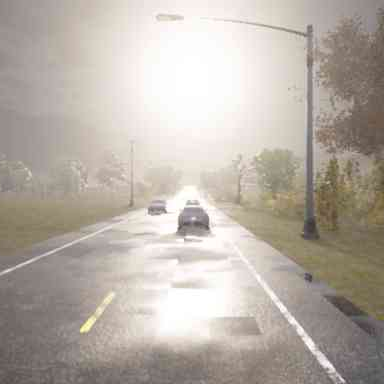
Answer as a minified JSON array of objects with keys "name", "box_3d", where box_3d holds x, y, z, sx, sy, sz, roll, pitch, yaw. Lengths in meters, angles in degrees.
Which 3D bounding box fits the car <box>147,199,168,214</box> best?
[{"name":"car","box_3d":[-3.563,1.501,35.229,1.837,1.490,4.892,0,-1,0]}]

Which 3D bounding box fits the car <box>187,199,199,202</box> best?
[{"name":"car","box_3d":[0.095,1.539,40.329,2.033,1.411,5.357,0,0,0]}]

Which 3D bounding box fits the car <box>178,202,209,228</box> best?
[{"name":"car","box_3d":[0.098,1.562,21.956,1.994,1.385,4.181,0,0,0]}]
